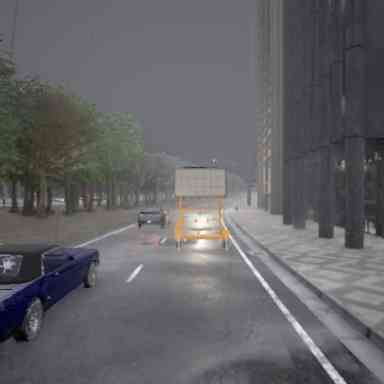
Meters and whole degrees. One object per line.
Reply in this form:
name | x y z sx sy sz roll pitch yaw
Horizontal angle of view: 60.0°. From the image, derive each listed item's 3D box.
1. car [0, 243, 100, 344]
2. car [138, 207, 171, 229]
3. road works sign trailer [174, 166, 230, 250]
car | -3.323 1.656 6.513 1.895 1.301 4.718 0 -1 1
car | -2.712 1.809 24.468 2.128 1.511 4.902 0 -1 3
road works sign trailer | 0.366 0.639 15.163 2.380 3.560 2.880 0 -1 -4
